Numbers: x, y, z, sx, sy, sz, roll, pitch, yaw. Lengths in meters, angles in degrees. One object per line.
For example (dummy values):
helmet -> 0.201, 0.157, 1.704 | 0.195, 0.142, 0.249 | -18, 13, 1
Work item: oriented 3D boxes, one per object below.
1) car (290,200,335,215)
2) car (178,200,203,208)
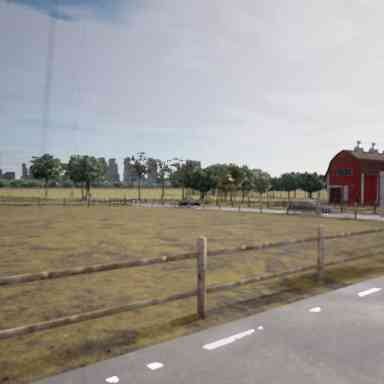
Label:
car -> 13.001, 1.651, 36.049 | 1.837, 1.490, 4.892 | -1, 0, -35
car -> -0.260, 1.904, 54.797 | 1.895, 1.301, 4.718 | -1, 0, -35
